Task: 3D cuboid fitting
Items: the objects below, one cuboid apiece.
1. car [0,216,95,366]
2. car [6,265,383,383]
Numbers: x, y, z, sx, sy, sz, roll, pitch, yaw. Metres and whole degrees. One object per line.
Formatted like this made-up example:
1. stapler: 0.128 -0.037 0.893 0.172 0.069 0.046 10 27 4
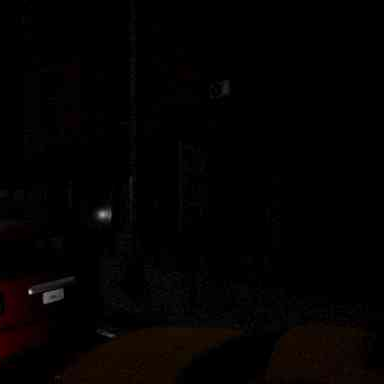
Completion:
1. car: -3.598 1.311 5.290 5.009 1.841 2.192 0 0 35
2. car: 0.935 1.517 2.159 4.829 1.417 1.752 0 0 35
